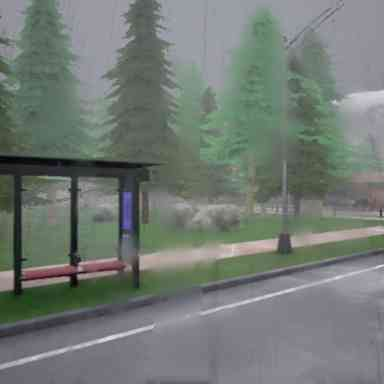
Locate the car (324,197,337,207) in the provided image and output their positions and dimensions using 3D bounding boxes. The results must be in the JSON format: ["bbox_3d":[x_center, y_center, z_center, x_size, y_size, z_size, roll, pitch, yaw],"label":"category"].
[{"bbox_3d":[21.092,1.214,48.457,3.866,1.878,1.905,0,0,-37],"label":"car"}]

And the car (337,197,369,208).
[{"bbox_3d":[22.911,1.213,46.679,4.605,1.855,1.932,0,0,-37],"label":"car"}]
